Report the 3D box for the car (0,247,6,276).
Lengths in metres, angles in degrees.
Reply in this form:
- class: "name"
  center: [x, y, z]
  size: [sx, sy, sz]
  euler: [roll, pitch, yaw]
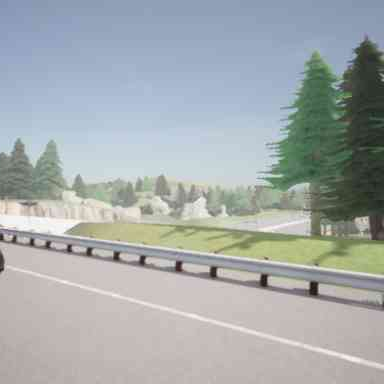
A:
- class: "car"
  center: [-6.810, 1.556, 8.855]
  size: [4.181, 1.385, 1.994]
  euler: [0, 0, 36]
